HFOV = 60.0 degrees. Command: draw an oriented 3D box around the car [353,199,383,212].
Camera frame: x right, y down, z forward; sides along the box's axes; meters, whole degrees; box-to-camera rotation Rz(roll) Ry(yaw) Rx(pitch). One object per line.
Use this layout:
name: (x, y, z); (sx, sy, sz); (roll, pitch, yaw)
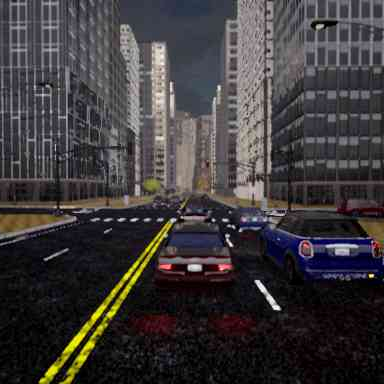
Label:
car: (21.879, 1.643, 39.398); (4.829, 1.417, 1.752); (1, 0, 1)

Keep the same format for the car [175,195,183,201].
car: (-3.111, 1.456, 78.955); (1.812, 1.442, 4.674); (0, 0, 0)

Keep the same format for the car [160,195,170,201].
car: (-6.361, 1.471, 79.143); (2.033, 1.411, 5.357); (0, 0, 0)

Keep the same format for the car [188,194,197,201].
car: (0.144, 1.420, 81.940); (1.837, 1.490, 4.892); (0, 0, 0)

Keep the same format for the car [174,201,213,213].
car: (0.133, 1.482, 18.836); (2.128, 1.511, 4.902); (0, 0, 0)

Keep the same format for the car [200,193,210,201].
car: (3.394, 1.397, 81.932); (1.882, 1.535, 5.008); (0, 0, 0)

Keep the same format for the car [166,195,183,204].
car: (-3.185, 1.304, 63.659); (2.097, 1.767, 4.553); (0, 0, 1)

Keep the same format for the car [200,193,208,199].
car: (3.412, 1.099, 92.321); (2.097, 1.767, 4.553); (0, 0, 0)

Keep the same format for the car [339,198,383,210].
car: (16.256, 1.519, 31.122); (5.009, 1.841, 2.192); (1, 0, 1)

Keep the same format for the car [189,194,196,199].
car: (0.162, 1.284, 92.358); (2.033, 1.411, 5.357); (0, 0, 0)

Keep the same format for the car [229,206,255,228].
car: (3.387, 1.537, 20.446); (2.033, 1.411, 5.357); (0, 0, 0)

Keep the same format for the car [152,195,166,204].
car: (-6.436, 1.456, 63.682); (1.837, 1.490, 4.892); (0, 0, 1)

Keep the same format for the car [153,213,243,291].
car: (0.109, 1.544, 9.091); (2.033, 1.411, 5.357); (0, 0, 1)

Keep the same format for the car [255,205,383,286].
car: (3.366, 1.351, 9.564); (2.097, 1.767, 4.553); (0, 0, 0)
